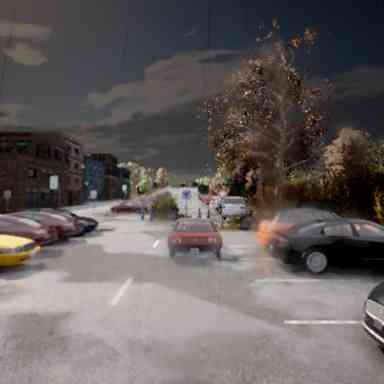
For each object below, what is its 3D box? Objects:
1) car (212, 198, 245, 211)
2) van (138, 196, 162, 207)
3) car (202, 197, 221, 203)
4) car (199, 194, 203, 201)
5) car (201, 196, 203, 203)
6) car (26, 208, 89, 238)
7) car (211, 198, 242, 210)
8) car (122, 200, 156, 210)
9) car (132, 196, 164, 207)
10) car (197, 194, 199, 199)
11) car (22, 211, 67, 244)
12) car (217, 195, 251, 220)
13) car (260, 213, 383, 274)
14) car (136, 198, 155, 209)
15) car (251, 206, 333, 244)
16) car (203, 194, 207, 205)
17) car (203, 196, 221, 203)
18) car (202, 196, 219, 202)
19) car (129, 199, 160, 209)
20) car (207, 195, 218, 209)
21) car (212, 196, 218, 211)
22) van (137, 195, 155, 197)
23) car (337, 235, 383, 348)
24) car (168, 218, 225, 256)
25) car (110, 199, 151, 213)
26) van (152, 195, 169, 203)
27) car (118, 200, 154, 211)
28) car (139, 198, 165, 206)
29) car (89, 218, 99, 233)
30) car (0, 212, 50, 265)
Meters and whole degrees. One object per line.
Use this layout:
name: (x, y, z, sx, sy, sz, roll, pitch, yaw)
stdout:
car: (5.176, 1.799, 47.459, 4.553, 1.767, 2.185, 0, 0, 0)
van: (-8.097, 1.772, 63.999, 4.442, 1.987, 1.878, 0, 0, 0)
car: (5.033, 2.084, 86.323, 5.008, 1.535, 2.097, 0, 0, 0)
car: (5.033, 1.804, 77.968, 5.566, 2.045, 2.435, 0, 0, 0)
car: (5.075, 2.046, 75.183, 4.892, 1.521, 2.231, 0, 0, 0)
car: (-7.663, 1.621, 15.715, 4.674, 1.452, 2.002, 0, 0, 0)
car: (5.168, 1.811, 50.244, 4.553, 1.767, 2.185, 0, 0, 0)
car: (-7.940, 1.976, 50.082, 4.674, 1.452, 2.002, 0, 0, 0)
car: (-8.001, 1.734, 61.216, 5.566, 2.045, 2.435, 0, 0, 0)
car: (4.987, 1.858, 94.677, 5.566, 2.045, 2.435, 0, 0, 0)
car: (-7.663, 1.603, 12.889, 4.674, 1.452, 2.002, 0, 0, 0)
car: (4.115, 1.498, 30.370, 2.150, 2.045, 5.566, 1, -1, 15)
car: (4.909, 1.546, 10.226, 5.008, 1.535, 2.097, 0, 0, 0)
car: (-8.113, 1.908, 44.515, 5.366, 1.575, 1.946, 0, 0, 0)
car: (4.882, 1.438, 12.926, 4.553, 1.767, 2.185, 0, 0, 0)
car: (5.142, 1.723, 58.599, 5.566, 2.045, 2.435, 0, 0, 0)
car: (5.014, 1.950, 83.539, 4.553, 1.767, 2.185, 0, 0, 0)
car: (4.992, 1.975, 91.893, 4.553, 1.767, 2.185, 0, 0, 0)
car: (-7.964, 1.961, 55.649, 4.892, 1.521, 2.231, 0, 0, 0)
car: (5.181, 1.660, 44.550, 5.566, 2.045, 2.435, 0, 0, 0)
car: (5.129, 1.773, 41.764, 4.553, 1.767, 2.185, 0, 0, 0)
van: (-8.082, 1.748, 58.557, 4.442, 1.987, 1.878, 0, 0, 0)
car: (4.919, 1.511, 4.454, 4.892, 1.521, 2.231, 0, 0, 0)
car: (0.102, 1.687, 13.439, 1.895, 1.301, 4.718, 0, 0, 0)
car: (-7.905, 1.939, 41.874, 4.674, 1.452, 2.002, 1, 0, 0)
van: (-8.159, 1.858, 86.328, 4.442, 1.987, 1.878, 0, 0, 0)
car: (-7.906, 1.953, 47.299, 4.792, 1.488, 2.163, 0, 0, 0)
car: (-7.994, 2.011, 66.781, 4.892, 1.521, 2.231, 0, 0, 0)
car: (-7.637, 1.629, 18.541, 4.792, 1.488, 2.163, 0, 0, 0)
car: (-7.480, 1.542, 10.064, 5.366, 1.575, 1.946, 0, 0, 0)
